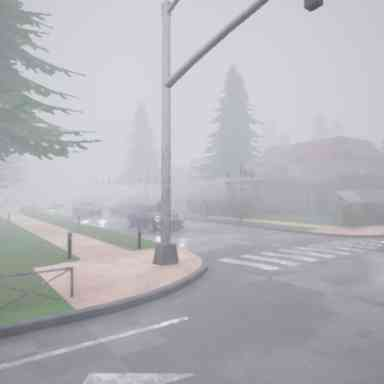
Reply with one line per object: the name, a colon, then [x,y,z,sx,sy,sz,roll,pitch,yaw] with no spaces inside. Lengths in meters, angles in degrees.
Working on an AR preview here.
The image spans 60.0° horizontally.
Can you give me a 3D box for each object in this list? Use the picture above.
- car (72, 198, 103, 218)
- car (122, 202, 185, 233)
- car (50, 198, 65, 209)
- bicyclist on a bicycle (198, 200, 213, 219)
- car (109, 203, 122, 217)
car: [-10.251,1.666,32.396,1.882,1.535,5.008,0,0,-34]
car: [-2.389,1.540,21.156,2.097,1.767,4.553,0,0,-35]
car: [-20.067,1.672,49.481,1.882,1.535,5.008,0,0,-25]
bicyclist on a bicycle: [1.158,1.507,29.050,1.656,1.620,0.582,0,0,-35]
car: [-7.015,1.761,34.129,1.994,1.385,4.181,0,0,-34]
